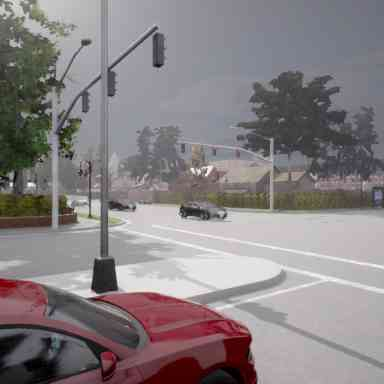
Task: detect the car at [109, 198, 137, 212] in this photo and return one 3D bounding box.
[{"bbox_3d":[-8.272,1.492,39.505,2.128,1.511,4.902,0,0,-36],"label":"car"}]

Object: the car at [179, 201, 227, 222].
[{"bbox_3d":[0.822,1.492,26.936,2.128,1.511,4.902,0,0,-36],"label":"car"}]

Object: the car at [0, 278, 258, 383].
[{"bbox_3d":[-1.653,1.478,2.590,5.008,1.535,1.882,0,0,-35],"label":"car"}]

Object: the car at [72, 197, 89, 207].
[{"bbox_3d":[-17.438,1.525,52.167,1.812,1.442,4.674,0,0,-36],"label":"car"}]
